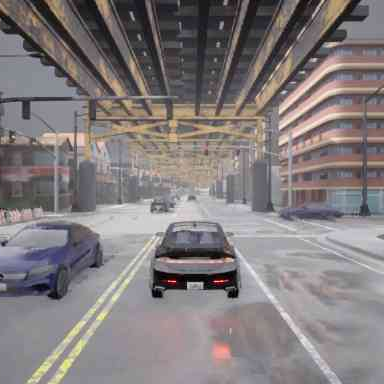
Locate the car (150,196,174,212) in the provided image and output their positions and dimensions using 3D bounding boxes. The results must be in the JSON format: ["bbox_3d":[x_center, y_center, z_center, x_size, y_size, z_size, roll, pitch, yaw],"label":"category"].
[{"bbox_3d":[-3.607,1.491,37.948,2.128,1.511,4.902,0,0,0],"label":"car"}]

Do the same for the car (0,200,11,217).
[{"bbox_3d":[-16.817,1.295,25.937,4.536,1.218,1.853,0,0,-20],"label":"car"}]

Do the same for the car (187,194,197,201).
[{"bbox_3d":[-0.021,1.348,78.434,1.837,1.490,4.892,0,1,0],"label":"car"}]

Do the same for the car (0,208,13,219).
[{"bbox_3d":[-16.769,1.453,25.955,4.974,1.542,2.038,0,0,-20],"label":"car"}]

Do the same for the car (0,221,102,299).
[{"bbox_3d":[-3.636,1.526,8.567,1.812,1.442,4.674,0,0,0],"label":"car"}]

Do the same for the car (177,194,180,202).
[{"bbox_3d":[-3.598,1.513,57.477,1.812,1.442,4.674,0,0,0],"label":"car"}]

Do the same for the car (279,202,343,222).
[{"bbox_3d":[9.053,1.525,25.545,4.674,1.442,1.812,0,0,3],"label":"car"}]

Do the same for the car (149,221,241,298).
[{"bbox_3d":[0.071,1.492,8.480,2.128,1.511,4.902,0,0,0],"label":"car"}]

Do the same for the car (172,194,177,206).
[{"bbox_3d":[-3.606,1.350,47.111,2.097,1.767,4.553,0,0,0],"label":"car"}]
